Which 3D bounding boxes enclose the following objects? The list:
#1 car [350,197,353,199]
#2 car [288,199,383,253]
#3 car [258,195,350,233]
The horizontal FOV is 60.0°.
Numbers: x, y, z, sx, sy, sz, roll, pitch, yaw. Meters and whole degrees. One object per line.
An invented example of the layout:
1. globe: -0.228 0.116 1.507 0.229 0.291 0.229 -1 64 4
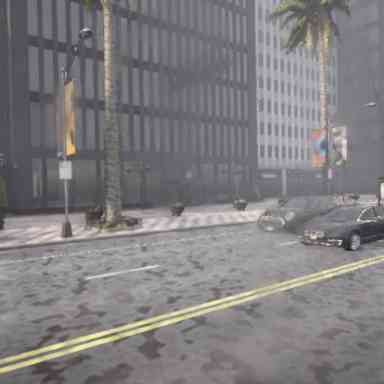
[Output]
1. car: 9.681 0.978 23.030 4.892 1.521 2.231 -2 1 -35
2. car: 6.036 1.217 12.519 4.892 1.490 1.837 -2 1 -35
3. car: 5.359 1.025 16.325 4.553 1.767 2.097 -2 1 -35
